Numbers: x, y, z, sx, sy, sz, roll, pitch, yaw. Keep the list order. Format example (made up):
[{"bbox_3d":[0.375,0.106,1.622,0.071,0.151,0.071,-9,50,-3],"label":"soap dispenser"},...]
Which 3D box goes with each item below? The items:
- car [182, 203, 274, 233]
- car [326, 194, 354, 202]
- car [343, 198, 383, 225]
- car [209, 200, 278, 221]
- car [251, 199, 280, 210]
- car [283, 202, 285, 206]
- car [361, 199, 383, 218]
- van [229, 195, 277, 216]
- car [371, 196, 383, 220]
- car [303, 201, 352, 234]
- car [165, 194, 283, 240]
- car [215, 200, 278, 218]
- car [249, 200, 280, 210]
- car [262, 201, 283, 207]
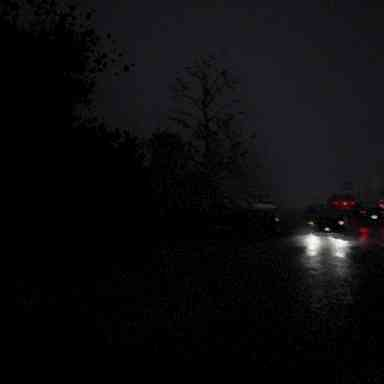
[{"bbox_3d":[2.126,1.410,18.953,4.892,1.521,2.231,-1,0,15],"label":"car"},{"bbox_3d":[14.820,1.223,33.226,2.150,2.045,5.566,-1,-1,15],"label":"car"},{"bbox_3d":[11.903,1.386,22.795,1.812,1.442,4.674,-1,-1,16],"label":"car"},{"bbox_3d":[4.202,1.462,27.207,5.366,1.575,1.946,-1,-1,15],"label":"car"},{"bbox_3d":[12.229,2.013,55.507,4.553,1.767,2.185,-1,-2,16],"label":"car"},{"bbox_3d":[18.972,2.936,78.872,4.674,1.452,2.002,-1,-2,16],"label":"car"},{"bbox_3d":[17.665,1.369,28.464,5.366,1.575,1.946,-1,-1,15],"label":"car"},{"bbox_3d":[5.949,1.306,32.386,4.442,1.987,1.878,-1,-1,15],"label":"van"},{"bbox_3d":[16.676,1.208,25.712,4.553,1.767,2.185,-1,-1,15],"label":"car"},{"bbox_3d":[7.235,1.417,18.660,2.033,1.411,5.357,-1,0,15],"label":"car"},{"bbox_3d":[1.443,1.154,16.372,5.566,2.045,2.435,-1,0,15],"label":"car"},{"bbox_3d":[4.913,1.493,29.771,5.366,1.575,1.946,-1,-1,16],"label":"car"},{"bbox_3d":[11.426,2.080,52.436,4.674,1.452,2.002,-1,-2,16],"label":"car"},{"bbox_3d":[19.878,2.999,82.020,4.892,1.521,2.231,-1,-2,16],"label":"car"}]
